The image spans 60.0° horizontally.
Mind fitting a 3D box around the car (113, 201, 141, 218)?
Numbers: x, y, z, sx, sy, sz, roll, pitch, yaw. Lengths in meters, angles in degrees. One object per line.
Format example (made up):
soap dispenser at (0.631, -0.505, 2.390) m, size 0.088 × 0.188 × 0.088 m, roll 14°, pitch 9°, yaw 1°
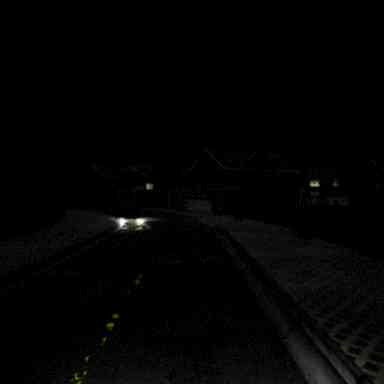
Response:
car at (-6.216, 1.564, 31.686) m, size 1.882 × 1.535 × 5.008 m, roll 0°, pitch 0°, yaw -23°
